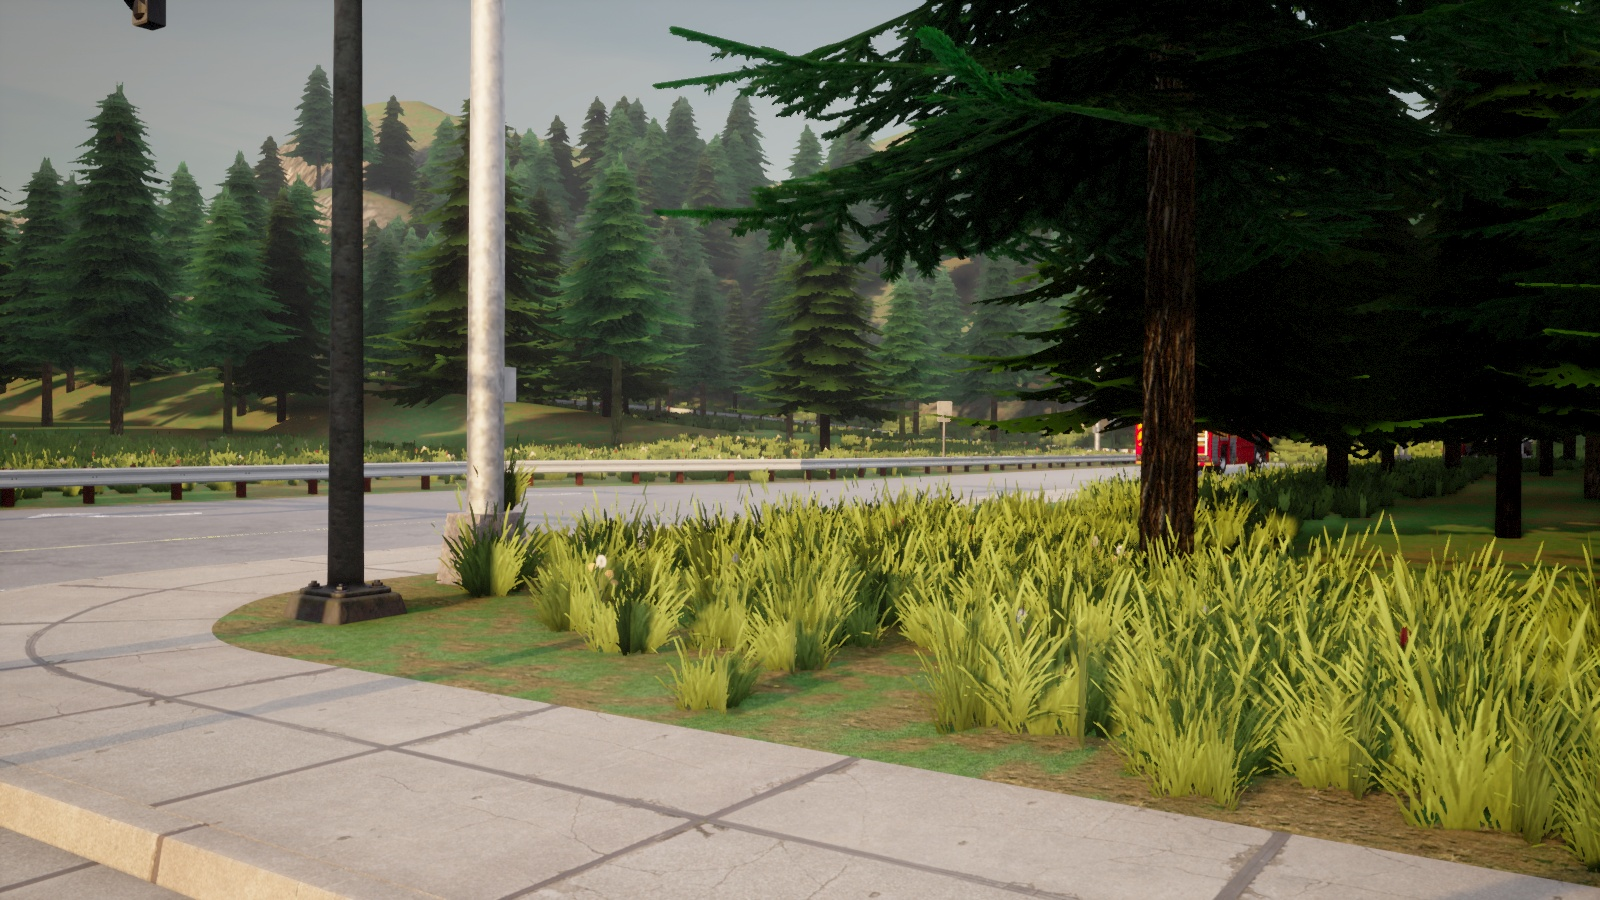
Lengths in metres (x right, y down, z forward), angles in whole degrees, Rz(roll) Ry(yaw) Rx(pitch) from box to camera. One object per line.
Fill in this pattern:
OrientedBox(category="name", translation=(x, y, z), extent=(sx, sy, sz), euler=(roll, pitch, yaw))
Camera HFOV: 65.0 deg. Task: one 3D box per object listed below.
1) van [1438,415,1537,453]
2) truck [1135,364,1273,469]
OrientedBox(category="van", translation=(39.065, -0.905, 71.411), extent=(4.480, 2.038, 2.069), euler=(-1, 1, -3))
OrientedBox(category="truck", translation=(16.175, -1.287, 49.850), extent=(2.891, 3.827, 8.468), euler=(0, 1, 35))
